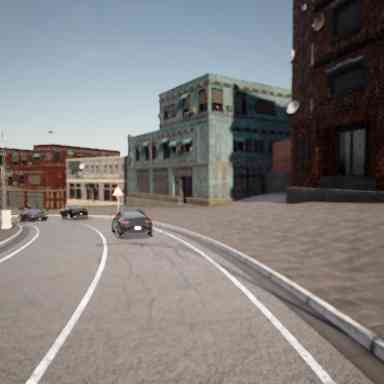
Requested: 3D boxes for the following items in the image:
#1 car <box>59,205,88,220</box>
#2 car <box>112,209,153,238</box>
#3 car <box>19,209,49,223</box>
[{"bbox_3d":[-13.124,2.222,36.696,1.882,1.535,5.008,-2,-1,-37],"label":"car"},{"bbox_3d":[-3.457,1.683,18.838,1.812,1.442,4.674,-1,-1,-19],"label":"car"},{"bbox_3d":[-17.302,2.518,36.170,2.033,1.411,5.357,-3,-1,-40],"label":"car"}]
